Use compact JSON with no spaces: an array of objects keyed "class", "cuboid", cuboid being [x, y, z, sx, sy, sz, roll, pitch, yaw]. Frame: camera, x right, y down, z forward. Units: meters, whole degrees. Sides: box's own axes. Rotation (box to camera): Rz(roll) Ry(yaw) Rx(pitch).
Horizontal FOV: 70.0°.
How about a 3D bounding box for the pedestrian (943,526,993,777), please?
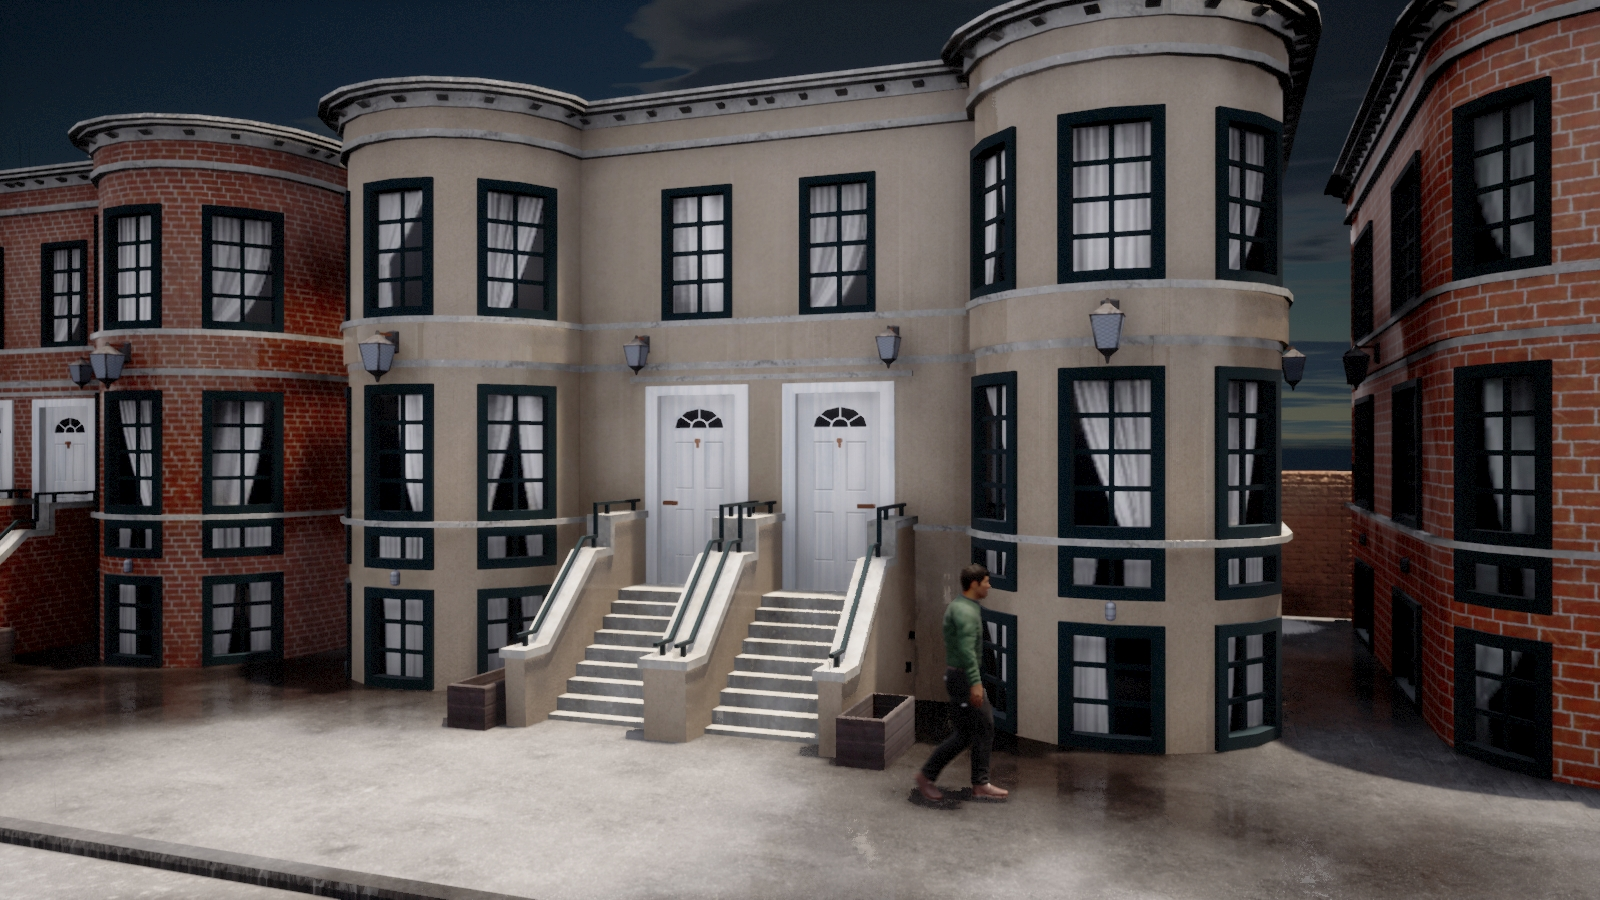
[{"class":"pedestrian","cuboid":[1.295,1.525,8.791,0.375,1.860,0.375,0,0,9]}]
